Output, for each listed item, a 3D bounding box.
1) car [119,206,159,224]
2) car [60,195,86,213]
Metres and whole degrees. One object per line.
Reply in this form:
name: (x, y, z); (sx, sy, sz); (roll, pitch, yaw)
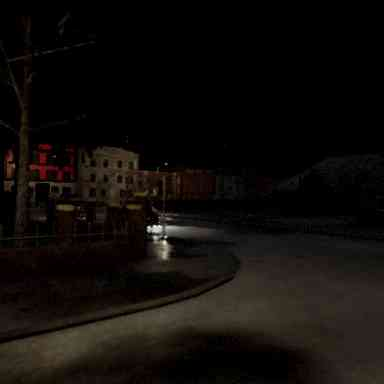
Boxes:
car: (-4.177, 1.680, 24.873); (1.994, 1.385, 4.181); (1, 0, -35)
car: (-14.129, 1.341, 38.999); (2.150, 2.045, 5.566); (1, -1, -35)
